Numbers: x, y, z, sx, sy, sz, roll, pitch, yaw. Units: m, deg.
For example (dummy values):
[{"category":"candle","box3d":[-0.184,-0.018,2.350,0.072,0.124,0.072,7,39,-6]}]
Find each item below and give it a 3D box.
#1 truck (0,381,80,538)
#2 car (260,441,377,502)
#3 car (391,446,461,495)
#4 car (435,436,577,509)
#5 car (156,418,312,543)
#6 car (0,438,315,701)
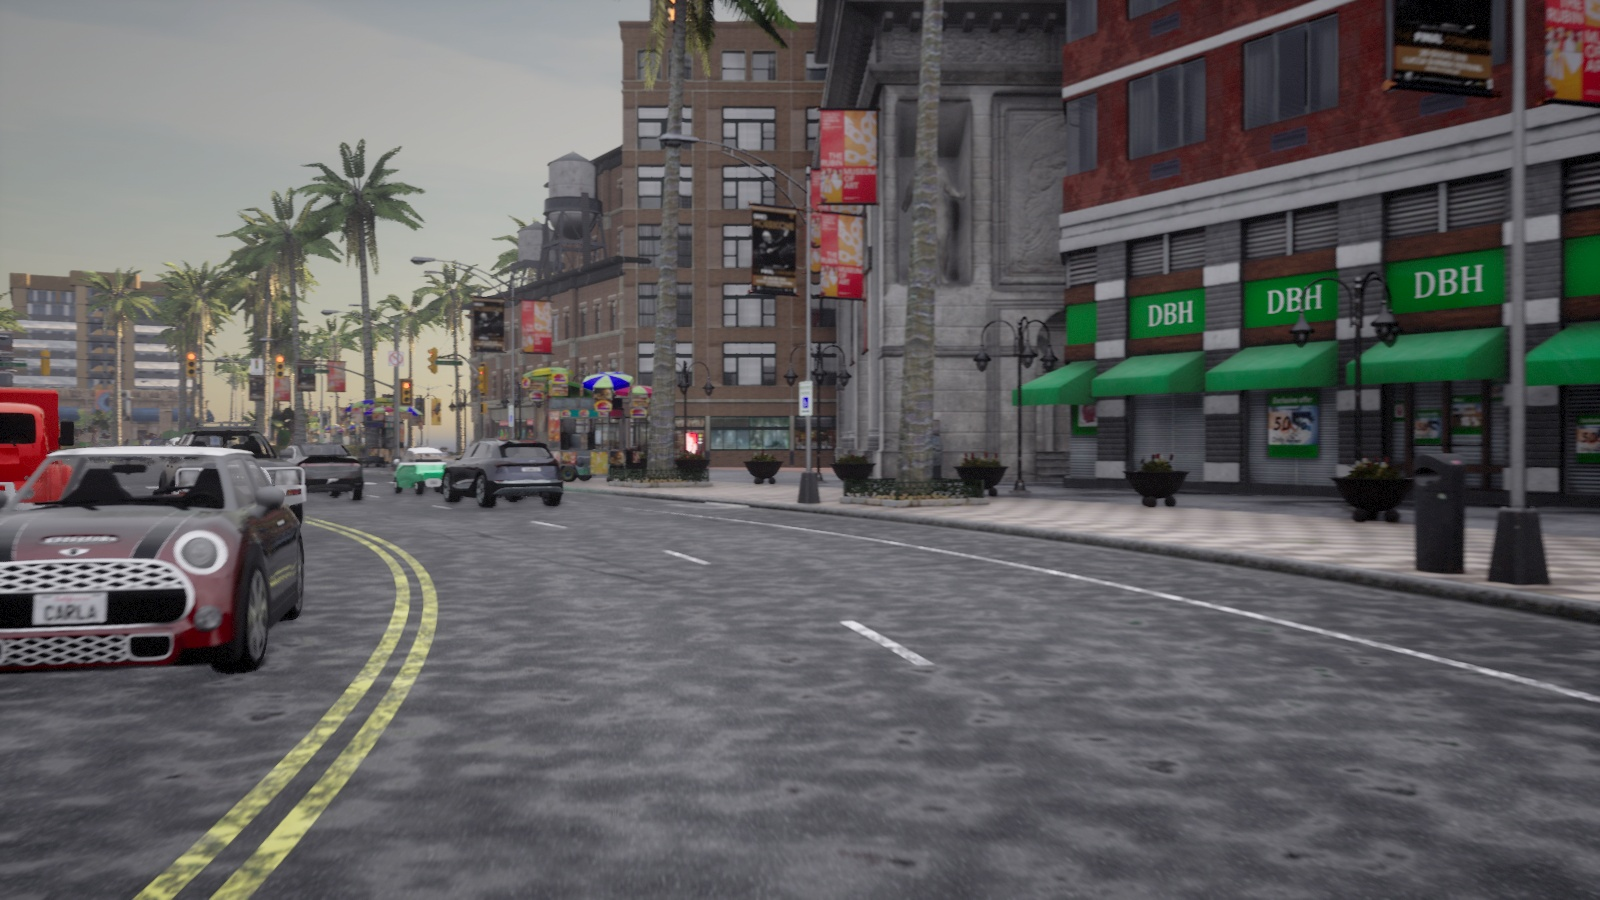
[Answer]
[{"category":"truck","box3d":[-14.146,0.138,21.945,2.627,2.467,5.204,0,0,-31]},{"category":"car","box3d":[-12.993,0.515,33.695,2.128,1.511,4.902,0,0,-31]},{"category":"car","box3d":[-11.184,0.592,37.512,1.481,1.376,2.207,0,1,-31]},{"category":"car","box3d":[-7.358,0.502,31.072,2.033,1.649,4.856,0,0,-31]},{"category":"car","box3d":[-9.637,0.445,21.166,1.932,1.855,4.605,0,0,-30]},{"category":"car","box3d":[-4.728,0.662,8.965,1.970,1.475,3.806,0,0,-15]}]
